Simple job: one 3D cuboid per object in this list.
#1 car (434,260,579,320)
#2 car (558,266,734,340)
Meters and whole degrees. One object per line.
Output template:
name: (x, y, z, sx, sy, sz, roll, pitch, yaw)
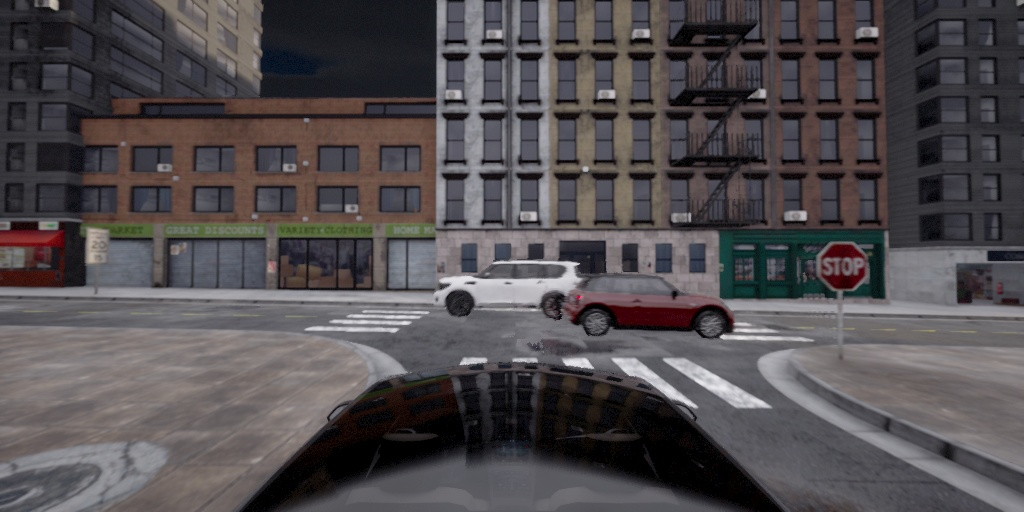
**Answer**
car: (-0.040, 1.164, 13.404, 5.566, 2.045, 2.150, 1, -1, 0)
car: (3.841, 1.310, 10.439, 4.553, 1.767, 2.097, 1, -1, 0)
